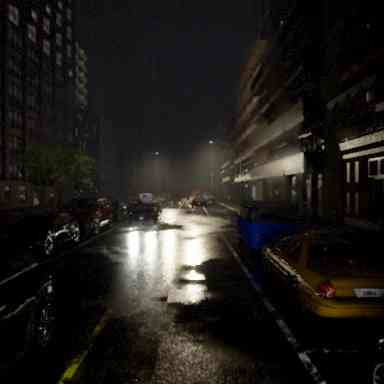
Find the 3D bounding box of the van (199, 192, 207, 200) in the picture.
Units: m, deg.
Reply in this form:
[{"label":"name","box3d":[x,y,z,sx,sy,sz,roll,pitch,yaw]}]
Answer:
[{"label":"van","box3d":[2.641,0.837,78.961,1.690,1.788,3.998,0,0,0]}]

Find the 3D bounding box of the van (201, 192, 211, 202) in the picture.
[{"label":"van","box3d":[2.651,0.930,62.394,1.690,1.788,3.998,0,0,0]}]

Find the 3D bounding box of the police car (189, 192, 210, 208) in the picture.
[{"label":"police car","box3d":[0.876,1.141,41.787,1.930,1.638,5.238,0,0,0]}]

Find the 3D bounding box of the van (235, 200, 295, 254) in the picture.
[{"label":"van","box3d":[2.681,1.250,12.689,1.690,1.788,3.998,0,0,0]}]

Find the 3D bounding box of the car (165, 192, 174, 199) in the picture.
[{"label":"car","box3d":[-5.743,0.906,84.481,1.967,1.590,4.097,0,0,0]}]

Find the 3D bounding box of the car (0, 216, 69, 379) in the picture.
[{"label":"car","box3d":[-3.062,1.329,3.017,2.097,1.767,4.553,0,0,0]}]

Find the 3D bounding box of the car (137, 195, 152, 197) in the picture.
[{"label":"car","box3d":[-5.713,1.312,34.777,2.008,1.369,4.403,0,0,0]}]

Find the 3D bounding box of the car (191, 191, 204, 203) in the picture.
[{"label":"car","box3d":[0.867,0.841,57.707,2.150,2.045,5.566,0,0,0]}]

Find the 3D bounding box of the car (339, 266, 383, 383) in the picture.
[{"label":"car","box3d":[2.688,1.553,1.645,1.947,1.339,4.313,0,0,0]}]

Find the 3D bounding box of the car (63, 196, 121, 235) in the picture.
[{"label":"car","box3d":[-5.703,1.186,18.206,2.192,1.841,5.009,0,0,0]}]

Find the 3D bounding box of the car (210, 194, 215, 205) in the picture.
[{"label":"car","box3d":[2.658,1.206,51.350,2.008,1.369,4.403,0,0,0]}]

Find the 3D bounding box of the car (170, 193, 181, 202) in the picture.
[{"label":"car","box3d":[-3.058,1.056,63.983,1.882,1.535,5.008,0,0,0]}]

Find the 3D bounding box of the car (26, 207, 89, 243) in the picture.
[{"label":"car","box3d":[-5.700,1.475,12.687,1.947,1.339,4.313,0,0,0]}]

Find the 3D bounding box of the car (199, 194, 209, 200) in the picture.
[{"label":"car","box3d":[2.645,1.071,73.440,1.887,1.381,4.507,0,0,0]}]

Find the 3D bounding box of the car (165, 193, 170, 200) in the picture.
[{"label":"car","box3d":[-5.730,1.029,62.391,1.967,1.590,4.097,0,0,0]}]

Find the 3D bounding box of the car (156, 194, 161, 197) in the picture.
[{"label":"car","box3d":[-5.719,1.234,45.822,1.887,1.381,4.507,0,0,0]}]

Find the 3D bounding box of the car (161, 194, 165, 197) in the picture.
[{"label":"car","box3d":[-5.723,1.221,51.345,1.947,1.339,4.313,0,0,0]}]

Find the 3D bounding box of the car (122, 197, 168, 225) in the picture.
[{"label":"car","box3d":[-3.113,1.331,22.908,2.128,1.511,4.902,0,0,0]}]

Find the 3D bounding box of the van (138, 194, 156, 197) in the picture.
[{"label":"van","box3d":[-5.716,1.066,40.298,1.690,1.788,3.998,0,0,0]}]

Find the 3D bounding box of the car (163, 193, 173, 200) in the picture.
[{"label":"car","box3d":[-5.739,1.047,78.959,2.008,1.369,4.403,0,0,0]}]

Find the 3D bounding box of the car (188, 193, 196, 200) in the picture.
[{"label":"car","box3d":[-0.043,0.885,74.358,1.837,1.490,4.892,0,0,0]}]

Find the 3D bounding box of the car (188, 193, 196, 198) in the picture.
[{"label":"car","box3d":[-0.049,0.882,87.265,2.033,1.411,5.357,0,0,0]}]

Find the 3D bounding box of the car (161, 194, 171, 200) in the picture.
[{"label":"car","box3d":[-5.736,1.077,73.435,2.008,1.369,4.403,0,0,0]}]

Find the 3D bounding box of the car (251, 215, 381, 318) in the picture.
[{"label":"car","box3d":[2.684,1.471,7.337,1.752,1.417,4.829,0,0,0]}]

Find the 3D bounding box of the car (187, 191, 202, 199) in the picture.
[{"label":"car","box3d":[0.627,1.000,51.642,2.097,1.767,4.553,0,0,0]}]
